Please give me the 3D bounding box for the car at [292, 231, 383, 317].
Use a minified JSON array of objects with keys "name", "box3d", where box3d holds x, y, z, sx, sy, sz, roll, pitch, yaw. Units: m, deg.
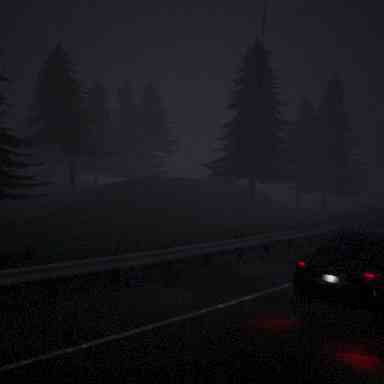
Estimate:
[{"name":"car","box3d":[4.087,1.574,7.463,4.181,1.385,1.994,0,0,-41]}]
